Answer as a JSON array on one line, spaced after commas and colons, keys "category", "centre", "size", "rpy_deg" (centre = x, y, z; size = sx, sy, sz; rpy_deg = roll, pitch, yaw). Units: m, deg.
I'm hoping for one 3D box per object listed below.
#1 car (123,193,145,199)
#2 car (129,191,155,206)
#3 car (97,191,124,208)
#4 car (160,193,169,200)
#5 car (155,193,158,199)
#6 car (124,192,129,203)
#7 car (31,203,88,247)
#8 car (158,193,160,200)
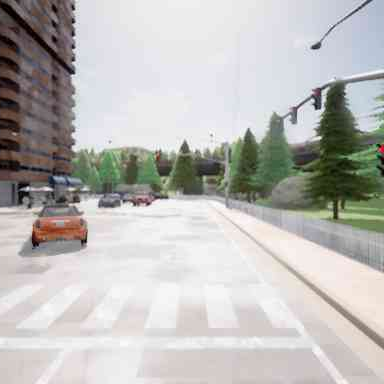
[{"category": "car", "centre": [-14.652, 0.961, 83.976], "size": [5.357, 1.411, 2.033], "rpy_deg": [0, 0, 32]}, {"category": "car", "centre": [-7.080, 0.941, 47.871], "size": [2.150, 2.045, 5.566], "rpy_deg": [0, 0, 0]}, {"category": "car", "centre": [-10.591, 1.102, 42.790], "size": [2.097, 1.767, 4.553], "rpy_deg": [0, 0, 1]}, {"category": "car", "centre": [-7.373, 0.904, 76.991], "size": [2.097, 1.767, 4.553], "rpy_deg": [0, 0, -39]}, {"category": "car", "centre": [-8.262, 1.229, 63.510], "size": [1.895, 1.301, 4.718], "rpy_deg": [0, 0, -13]}, {"category": "car", "centre": [-10.869, 1.172, 56.846], "size": [1.837, 1.490, 4.892], "rpy_deg": [0, 0, -4]}, {"category": "car", "centre": [-5.956, 1.281, 14.913], "size": [2.097, 1.767, 4.553], "rpy_deg": [0, 0, -23]}, {"category": "car", "centre": [-10.245, 0.786, 74.995], "size": [2.150, 2.045, 5.566], "rpy_deg": [0, 0, -39]}]
